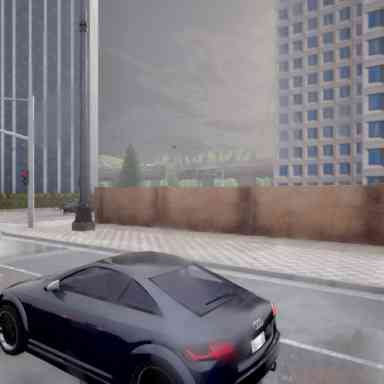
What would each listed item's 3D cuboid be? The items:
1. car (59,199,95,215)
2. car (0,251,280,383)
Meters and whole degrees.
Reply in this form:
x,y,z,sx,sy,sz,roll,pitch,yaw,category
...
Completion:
x,y,z,sx,sy,sz,roll,pitch,yaw,category
-11.062,1.505,33.963,1.837,1.490,4.892,0,0,35,car
-0.946,1.564,4.677,4.181,1.385,1.994,0,0,35,car
